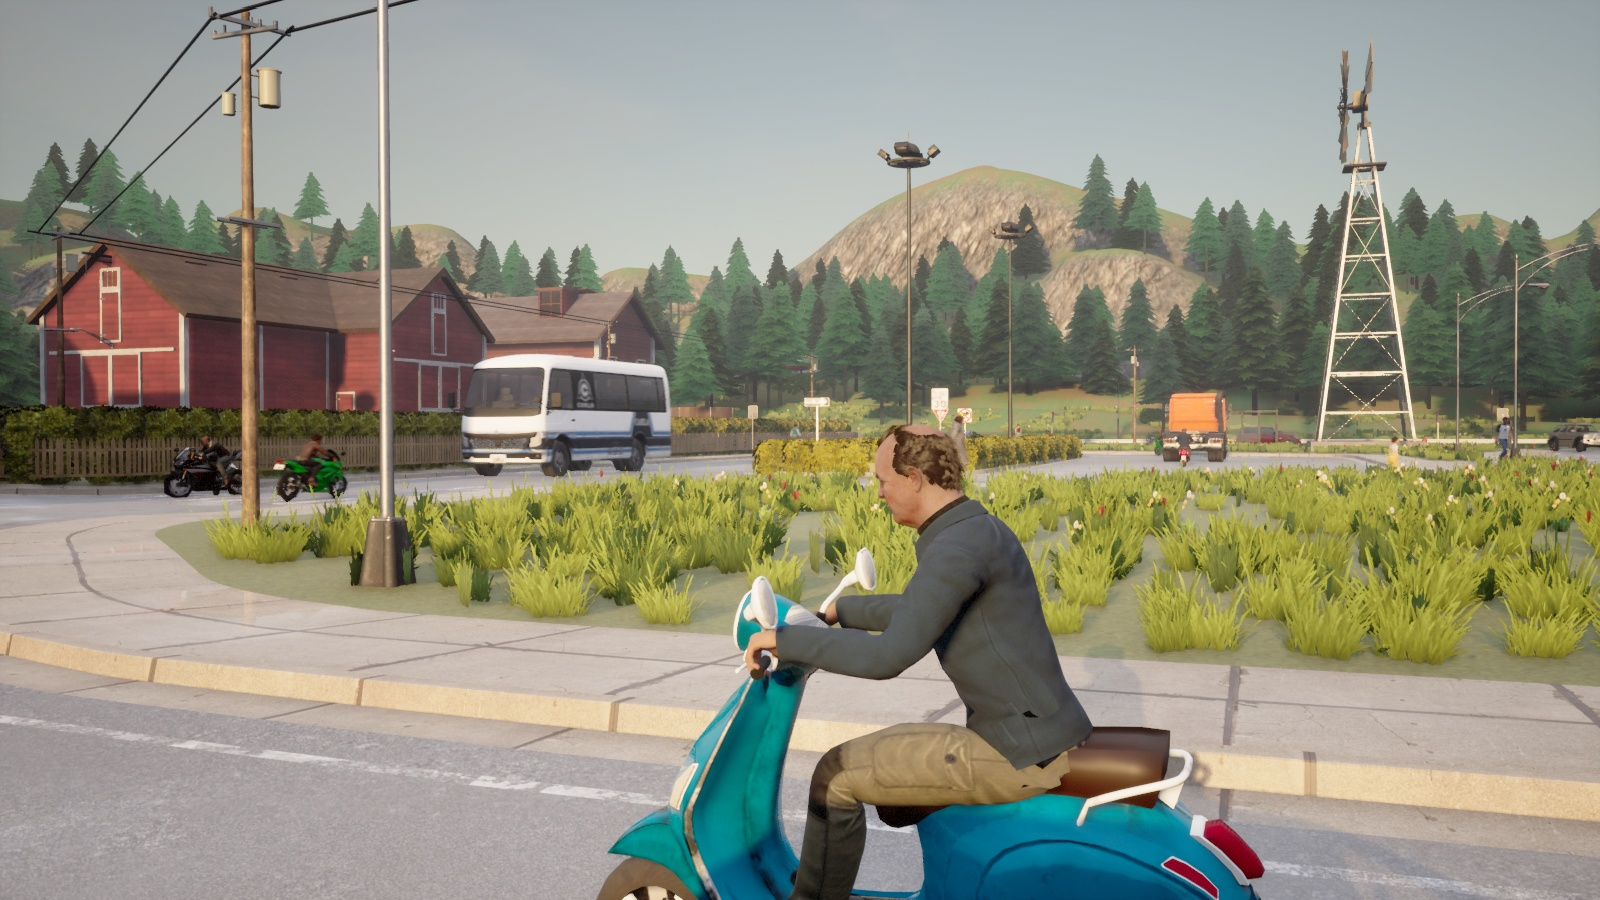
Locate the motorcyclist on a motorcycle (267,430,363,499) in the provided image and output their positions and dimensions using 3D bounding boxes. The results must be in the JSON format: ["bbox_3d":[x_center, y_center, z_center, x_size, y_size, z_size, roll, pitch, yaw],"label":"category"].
[{"bbox_3d":[-11.094,0.305,28.787,0.797,1.523,2.044,0,0,27],"label":"motorcyclist on a motorcycle"}]

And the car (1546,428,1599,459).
[{"bbox_3d":[48.758,-0.428,78.348,1.932,1.855,4.605,1,1,4],"label":"car"}]

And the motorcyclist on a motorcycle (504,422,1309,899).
[{"bbox_3d":[0.279,0.730,3.156,1.817,1.590,0.866,1,1,21],"label":"motorcyclist on a motorcycle"}]

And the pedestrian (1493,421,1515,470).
[{"bbox_3d":[26.215,-0.168,46.754,0.354,1.836,0.706,0,1,-6],"label":"pedestrian"}]

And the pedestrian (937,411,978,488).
[{"bbox_3d":[4.061,-0.021,32.356,0.873,1.952,0.659,0,1,-10],"label":"pedestrian"}]

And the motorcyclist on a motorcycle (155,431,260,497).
[{"bbox_3d":[-14.473,0.315,30.728,0.866,1.530,2.191,1,1,33],"label":"motorcyclist on a motorcycle"}]

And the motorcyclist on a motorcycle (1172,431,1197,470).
[{"bbox_3d":[15.857,0.011,51.741,0.866,1.590,1.817,1,1,20],"label":"motorcyclist on a motorcycle"}]

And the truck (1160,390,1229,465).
[{"bbox_3d":[19.536,-1.077,61.927,2.891,3.462,7.936,1,1,20],"label":"truck"}]

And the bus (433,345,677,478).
[{"bbox_3d":[-8.505,-1.313,45.642,3.944,4.253,10.273,1,1,20],"label":"bus"}]

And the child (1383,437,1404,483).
[{"bbox_3d":[16.394,0.268,34.690,0.437,1.263,0.270,0,1,-15],"label":"child"}]

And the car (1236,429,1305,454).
[{"bbox_3d":[34.046,-0.643,90.940,4.553,1.767,2.097,1,1,20],"label":"car"}]
